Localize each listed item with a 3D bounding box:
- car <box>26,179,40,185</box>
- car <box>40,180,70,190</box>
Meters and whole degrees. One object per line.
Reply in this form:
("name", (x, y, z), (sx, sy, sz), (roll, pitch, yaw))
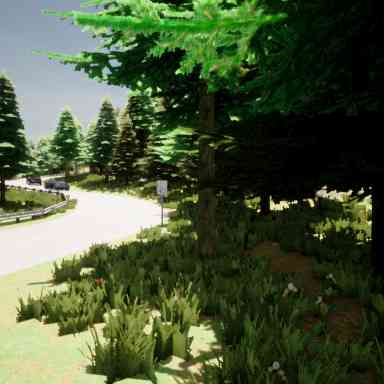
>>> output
("car", (-25.392, -1.912, 53.410), (1.837, 1.490, 4.892), (0, 5, -33))
("car", (-18.773, -0.986, 46.136), (4.181, 1.385, 1.994), (6, 4, 40))
